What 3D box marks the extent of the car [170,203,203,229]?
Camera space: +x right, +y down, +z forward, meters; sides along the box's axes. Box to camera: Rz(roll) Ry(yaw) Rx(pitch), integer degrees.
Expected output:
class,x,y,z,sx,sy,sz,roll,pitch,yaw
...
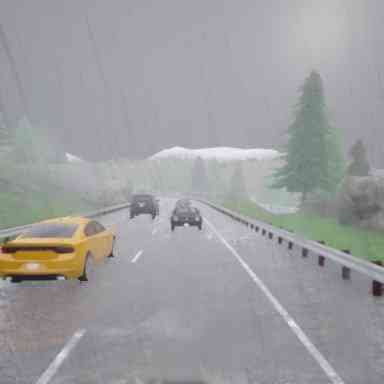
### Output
class,x,y,z,sx,sy,sz,roll,pitch,yaw
car,-0.390,1.601,21.389,1.895,1.301,4.718,0,0,-2

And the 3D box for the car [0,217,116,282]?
class,x,y,z,sx,sy,sz,roll,pitch,yaw
car,-3.553,1.480,9.787,1.882,1.535,5.008,0,0,-1

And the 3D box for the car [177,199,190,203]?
class,x,y,z,sx,sy,sz,roll,pitch,yaw
car,-1.019,1.548,39.369,2.033,1.411,5.357,0,0,-2

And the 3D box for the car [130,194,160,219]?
class,x,y,z,sx,sy,sz,roll,pitch,yaw
car,-4.168,1.224,29.734,2.150,2.045,5.566,0,0,-2
